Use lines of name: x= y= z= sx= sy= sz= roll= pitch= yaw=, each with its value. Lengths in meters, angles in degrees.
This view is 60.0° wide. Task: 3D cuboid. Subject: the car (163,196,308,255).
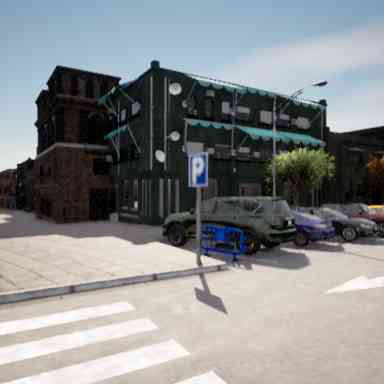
car: x=1.344 y=1.213 z=13.377 sx=5.566 sy=2.045 sz=2.435 roll=-1 pitch=-1 yaw=38

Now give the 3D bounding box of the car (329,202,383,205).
car: x=8.906 y=1.366 z=18.040 sx=4.553 sy=1.767 sz=2.185 roll=-1 pitch=-1 yaw=38

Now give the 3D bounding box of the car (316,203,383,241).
car: x=6.407 y=1.484 z=16.470 sx=4.892 sy=1.521 sz=2.231 roll=-1 pitch=-1 yaw=38

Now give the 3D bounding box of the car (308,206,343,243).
car: x=3.892 y=1.513 z=14.914 sx=4.674 sy=1.452 sz=2.002 roll=-1 pitch=-1 yaw=38
